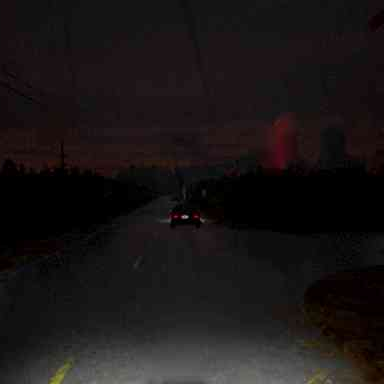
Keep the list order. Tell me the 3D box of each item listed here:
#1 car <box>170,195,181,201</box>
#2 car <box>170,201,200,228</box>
[{"bbox_3d":[-3.392,1.448,68.959,2.128,1.511,4.902,0,0,-4],"label":"car"},{"bbox_3d":[-0.479,1.533,22.191,2.033,1.411,5.357,0,0,-3],"label":"car"}]
